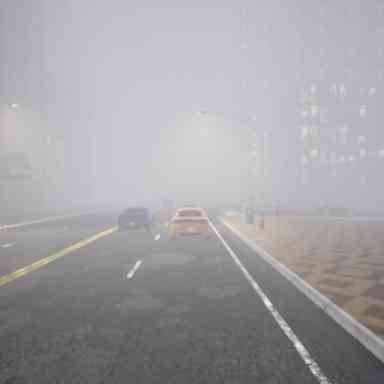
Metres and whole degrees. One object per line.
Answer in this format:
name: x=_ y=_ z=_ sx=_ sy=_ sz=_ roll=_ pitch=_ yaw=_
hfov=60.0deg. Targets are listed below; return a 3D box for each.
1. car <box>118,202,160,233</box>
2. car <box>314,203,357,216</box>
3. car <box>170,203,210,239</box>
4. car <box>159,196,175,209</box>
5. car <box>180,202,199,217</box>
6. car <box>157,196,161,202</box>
car: x=-3.358 y=1.613 z=20.994 sx=1.882 sy=1.535 sz=5.008 roll=0 pitch=0 yaw=-1
car: x=15.580 y=1.898 z=36.143 sx=4.403 sy=1.369 sz=2.008 roll=0 pitch=0 yaw=-1
car: x=-0.087 y=1.572 z=17.912 sx=1.882 sy=1.535 sz=5.008 roll=0 pitch=0 yaw=0
car: x=-3.642 y=1.780 z=52.486 sx=1.882 sy=1.535 sz=5.008 roll=0 pitch=0 yaw=0
car: x=-0.252 y=1.873 z=36.611 sx=1.994 sy=1.385 sz=4.181 roll=0 pitch=1 yaw=0
car: x=-7.230 y=1.828 z=79.454 sx=2.097 sy=1.767 sz=4.553 roll=0 pitch=0 yaw=-1
